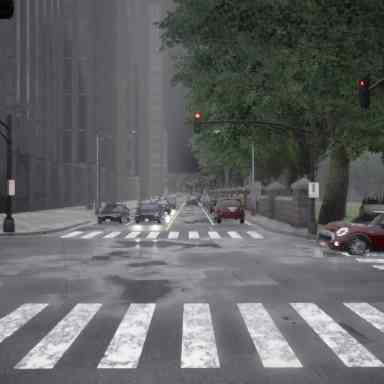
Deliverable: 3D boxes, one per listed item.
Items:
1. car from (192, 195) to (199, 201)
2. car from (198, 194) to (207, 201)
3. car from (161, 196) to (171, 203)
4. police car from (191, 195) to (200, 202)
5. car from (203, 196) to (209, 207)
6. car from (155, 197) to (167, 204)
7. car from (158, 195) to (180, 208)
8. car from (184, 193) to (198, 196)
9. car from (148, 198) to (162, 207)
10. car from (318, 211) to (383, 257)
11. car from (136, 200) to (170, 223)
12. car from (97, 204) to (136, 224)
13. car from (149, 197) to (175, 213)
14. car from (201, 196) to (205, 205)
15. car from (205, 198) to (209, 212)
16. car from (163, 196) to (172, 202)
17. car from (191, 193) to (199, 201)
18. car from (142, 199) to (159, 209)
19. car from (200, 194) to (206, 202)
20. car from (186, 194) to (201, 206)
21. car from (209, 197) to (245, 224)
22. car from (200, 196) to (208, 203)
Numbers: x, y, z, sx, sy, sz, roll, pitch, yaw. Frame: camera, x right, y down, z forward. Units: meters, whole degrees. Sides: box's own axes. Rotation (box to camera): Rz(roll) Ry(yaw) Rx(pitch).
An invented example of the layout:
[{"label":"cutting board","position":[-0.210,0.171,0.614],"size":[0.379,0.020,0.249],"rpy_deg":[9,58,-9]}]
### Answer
[{"label":"car","position":[0.814,1.591,85.763],"size":[1.837,1.490,4.892],"rpy_deg":[0,0,0]},{"label":"car","position":[2.677,1.399,85.131],"size":[2.192,1.841,5.009],"rpy_deg":[0,0,0]},{"label":"car","position":[-5.836,1.611,74.204],"size":[1.887,1.381,4.507],"rpy_deg":[0,0,0]},{"label":"police car","position":[0.825,1.495,75.873],"size":[1.930,1.638,5.238],"rpy_deg":[0,0,0]},{"label":"car","position":[2.722,1.579,41.478],"size":[2.008,1.369,4.403],"rpy_deg":[0,0,0]},{"label":"car","position":[-5.825,1.635,63.291],"size":[1.802,1.307,4.206],"rpy_deg":[0,0,0]},{"label":"car","position":[-3.135,1.524,45.514],"size":[2.128,1.511,4.902],"rpy_deg":[0,0,0]},{"label":"car","position":[0.025,1.407,65.015],"size":[2.097,1.767,4.553],"rpy_deg":[0,0,0]},{"label":"car","position":[-5.814,1.622,52.376],"size":[1.802,1.307,4.206],"rpy_deg":[0,0,0]},{"label":"car","position":[7.476,1.526,13.213],"size":[4.553,1.767,2.097],"rpy_deg":[1,0,0]},{"label":"car","position":[-3.126,1.559,25.610],"size":[2.033,1.411,5.357],"rpy_deg":[0,0,0]},{"label":"car","position":[-5.787,1.576,25.091],"size":[1.947,1.339,4.313],"rpy_deg":[0,0,0]},{"label":"car","position":[-3.121,1.547,35.247],"size":[1.812,1.442,4.674],"rpy_deg":[0,0,0]},{"label":"car","position":[2.716,1.585,46.935],"size":[2.008,1.369,4.403],"rpy_deg":[0,0,0]},{"label":"car","position":[2.727,1.588,36.022],"size":[1.947,1.339,4.313],"rpy_deg":[0,0,0]},{"label":"car","position":[-5.842,1.620,79.662],"size":[1.887,1.381,4.507],"rpy_deg":[0,0,0]},{"label":"car","position":[0.809,1.320,91.794],"size":[2.150,2.045,5.566],"rpy_deg":[0,0,0]},{"label":"car","position":[-5.809,1.616,46.919],"size":[1.802,1.307,4.206],"rpy_deg":[0,0,0]},{"label":"car","position":[2.711,1.481,52.392],"size":[1.967,1.590,4.097],"rpy_deg":[0,0,0]},{"label":"car","position":[0.045,1.569,55.252],"size":[1.812,1.442,4.674],"rpy_deg":[0,0,0]},{"label":"car","position":[2.739,1.326,25.109],"size":[2.192,1.841,5.009],"rpy_deg":[0,0,0]},{"label":"car","position":[2.688,1.592,74.387],"size":[1.752,1.417,4.829],"rpy_deg":[0,0,0]}]
